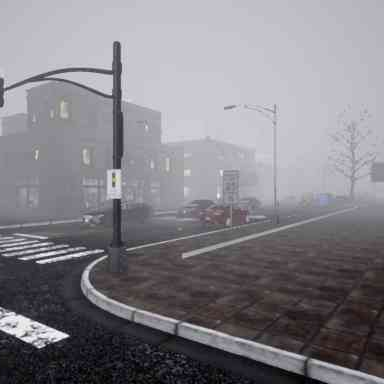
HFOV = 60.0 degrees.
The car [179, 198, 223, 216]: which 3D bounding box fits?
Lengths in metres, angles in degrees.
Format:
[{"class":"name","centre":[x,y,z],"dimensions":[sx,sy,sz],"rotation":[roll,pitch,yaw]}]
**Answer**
[{"class":"car","centre":[0.733,1.353,29.477],"dimensions":[1.812,1.442,4.674],"rotation":[0,0,35]}]

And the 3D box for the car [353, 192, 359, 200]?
[{"class":"car","centre":[26.638,1.115,56.823],"dimensions":[1.887,1.381,4.507],"rotation":[0,1,35]}]

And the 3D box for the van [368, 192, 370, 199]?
[{"class":"van","centre":[36.053,0.805,70.467],"dimensions":[1.690,1.788,3.998],"rotation":[0,1,35]}]

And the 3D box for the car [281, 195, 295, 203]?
[{"class":"car","centre":[16.602,1.201,57.033],"dimensions":[1.802,1.307,4.206],"rotation":[0,1,35]}]

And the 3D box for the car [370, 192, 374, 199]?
[{"class":"car","centre":[39.191,0.973,75.017],"dimensions":[1.887,1.381,4.507],"rotation":[0,1,35]}]

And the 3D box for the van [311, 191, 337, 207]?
[{"class":"van","centre":[17.224,1.021,43.176],"dimensions":[1.690,1.788,3.998],"rotation":[0,1,35]}]

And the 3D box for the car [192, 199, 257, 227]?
[{"class":"car","centre":[2.208,1.403,21.413],"dimensions":[1.887,1.381,4.507],"rotation":[0,1,35]}]

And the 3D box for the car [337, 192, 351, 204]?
[{"class":"car","centre":[23.500,1.173,52.274],"dimensions":[1.947,1.339,4.313],"rotation":[0,1,35]}]

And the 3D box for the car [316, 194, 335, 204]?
[{"class":"car","centre":[22.180,1.079,54.948],"dimensions":[1.882,1.535,5.008],"rotation":[0,0,34]}]

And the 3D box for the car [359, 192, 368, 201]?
[{"class":"car","centre":[32.915,0.939,65.919],"dimensions":[1.967,1.590,4.097],"rotation":[0,1,35]}]

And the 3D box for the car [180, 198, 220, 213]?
[{"class":"car","centre":[0.911,1.355,34.291],"dimensions":[2.008,1.369,4.403],"rotation":[0,1,35]}]

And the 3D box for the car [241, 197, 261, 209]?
[{"class":"car","centre":[6.296,1.287,37.534],"dimensions":[1.812,1.442,4.674],"rotation":[0,0,35]}]

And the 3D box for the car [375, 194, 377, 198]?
[{"class":"car","centre":[45.468,0.799,84.113],"dimensions":[1.967,1.590,4.097],"rotation":[0,1,35]}]

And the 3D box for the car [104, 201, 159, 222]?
[{"class":"car","centre":[-4.691,1.452,26.173],"dimensions":[1.802,1.307,4.206],"rotation":[0,1,35]}]

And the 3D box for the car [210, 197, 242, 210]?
[{"class":"car","centre":[4.049,1.333,38.840],"dimensions":[1.947,1.339,4.313],"rotation":[0,1,35]}]

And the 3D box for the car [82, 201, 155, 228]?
[{"class":"car","centre":[-4.769,1.384,21.508],"dimensions":[2.128,1.511,4.902],"rotation":[0,0,35]}]

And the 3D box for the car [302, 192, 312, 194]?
[{"class":"car","centre":[22.878,0.862,66.129],"dimensions":[2.192,1.841,5.009],"rotation":[0,1,35]}]

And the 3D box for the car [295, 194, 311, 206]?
[{"class":"car","centre":[16.357,1.270,46.494],"dimensions":[1.895,1.301,4.718],"rotation":[0,0,35]}]
